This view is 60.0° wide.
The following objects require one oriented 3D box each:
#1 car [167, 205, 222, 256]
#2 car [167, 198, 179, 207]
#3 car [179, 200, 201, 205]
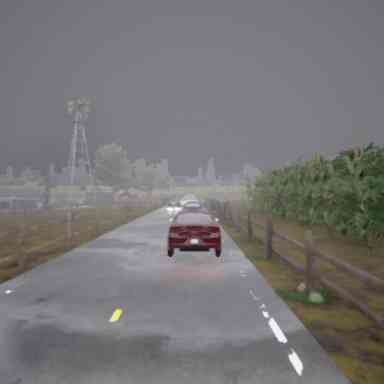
[{"bbox_3d":[0.074,1.473,13.171,1.882,1.535,5.008,0,-1,0],"label":"car"},{"bbox_3d":[-2.813,1.651,52.720,2.128,1.511,4.902,0,0,0],"label":"car"},{"bbox_3d":[0.078,1.549,28.769,1.812,1.442,4.674,0,0,0],"label":"car"}]
